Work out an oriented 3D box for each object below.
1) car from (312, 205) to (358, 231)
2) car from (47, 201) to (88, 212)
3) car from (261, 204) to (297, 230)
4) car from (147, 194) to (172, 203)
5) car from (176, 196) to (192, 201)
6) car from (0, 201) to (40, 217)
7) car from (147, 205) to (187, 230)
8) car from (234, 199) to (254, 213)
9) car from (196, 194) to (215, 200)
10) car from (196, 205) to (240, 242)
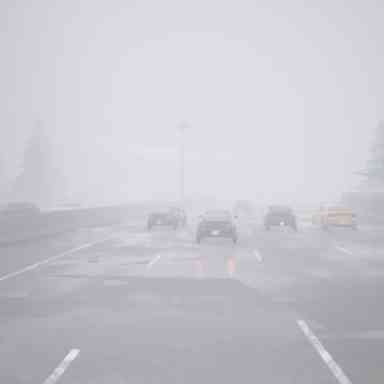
[{"bbox_3d":[9.154,1.561,21.667,1.882,1.535,5.008,0,0,9],"label":"car"},{"bbox_3d":[-10.910,1.567,29.476,1.812,1.442,4.674,0,0,12],"label":"car"},{"bbox_3d":[5.611,1.577,21.643,1.837,1.490,4.892,0,0,9],"label":"car"},{"bbox_3d":[-5.986,1.376,66.493,2.150,2.045,5.566,0,0,25],"label":"car"},{"bbox_3d":[-1.616,1.664,67.463,1.837,1.490,4.892,0,0,25],"label":"car"},{"bbox_3d":[-14.795,1.529,27.781,1.837,1.490,4.892,0,0,11],"label":"car"},{"bbox_3d":[-1.523,1.575,21.342,1.812,1.442,4.674,0,0,9],"label":"car"},{"bbox_3d":[5.965,1.621,38.455,1.837,1.490,4.892,0,0,16],"label":"car"},{"bbox_3d":[2.819,1.416,68.540,2.150,2.045,5.566,0,0,27],"label":"car"},{"bbox_3d":[1.289,1.572,16.486,1.812,1.442,4.674,0,0,7],"label":"car"}]
